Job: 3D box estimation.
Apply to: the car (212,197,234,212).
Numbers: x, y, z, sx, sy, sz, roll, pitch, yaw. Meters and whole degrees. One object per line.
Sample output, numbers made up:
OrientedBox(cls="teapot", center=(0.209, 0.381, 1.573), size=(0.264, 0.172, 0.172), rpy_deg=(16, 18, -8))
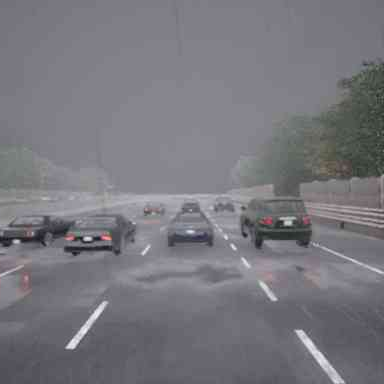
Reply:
OrientedBox(cls="car", center=(3.441, 1.294, 37.465), size=(2.097, 1.767, 4.553), rpy_deg=(-1, 0, 0))

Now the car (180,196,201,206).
OrientedBox(cls="car", center=(-0.145, 1.494, 34.240), size=(1.837, 1.490, 4.892), rpy_deg=(-1, 0, 0))

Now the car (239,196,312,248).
OrientedBox(cls="car", center=(3.526, 1.207, 14.913), size=(2.150, 2.045, 5.566), rpy_deg=(-1, 0, 0))

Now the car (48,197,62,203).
OrientedBox(cls="car", center=(-28.279, 1.733, 69.305), size=(1.994, 1.385, 4.181), rpy_deg=(-1, 0, 0))

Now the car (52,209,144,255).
OrientedBox(cls="car", center=(-3.466, 1.597, 13.532), size=(2.033, 1.411, 5.357), rpy_deg=(-1, 0, 0))

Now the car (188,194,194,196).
OrientedBox(cls="car", center=(-0.337, 1.584, 84.467), size=(1.812, 1.442, 4.674), rpy_deg=(-1, -1, 0))

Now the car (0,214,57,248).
OrientedBox(cls="car", center=(-6.973, 1.683, 15.413), size=(1.895, 1.301, 4.718), rpy_deg=(-1, 0, 0))

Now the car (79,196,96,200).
OrientedBox(cls="car", center=(-21.280, 1.639, 69.332), size=(1.812, 1.442, 4.674), rpy_deg=(-1, 0, 0))

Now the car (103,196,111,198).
OrientedBox(cls="car", center=(-17.780, 1.622, 69.345), size=(2.033, 1.411, 5.357), rpy_deg=(-1, 0, 0))

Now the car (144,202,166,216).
OrientedBox(cls="car", center=(-3.539, 1.625, 32.644), size=(1.895, 1.301, 4.718), rpy_deg=(-1, 0, 0))

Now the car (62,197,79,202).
OrientedBox(cls="car", center=(-24.780, 1.672, 69.318), size=(1.812, 1.442, 4.674), rpy_deg=(-1, 0, 0))

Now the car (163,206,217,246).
OrientedBox(cls="car", center=(-0.073, 1.582, 15.494), size=(1.994, 1.385, 4.181), rpy_deg=(-1, 0, 0))
